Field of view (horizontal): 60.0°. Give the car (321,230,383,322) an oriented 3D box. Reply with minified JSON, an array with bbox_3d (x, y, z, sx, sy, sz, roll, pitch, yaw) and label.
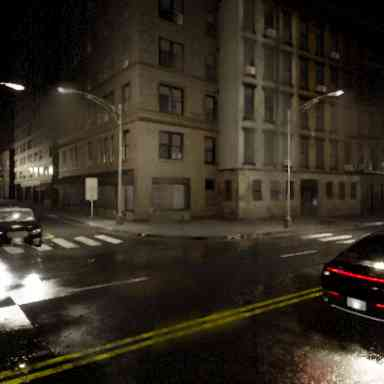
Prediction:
[{"bbox_3d":[4.574,1.515,6.596,4.892,1.490,1.837,0,0,-35],"label":"car"}]

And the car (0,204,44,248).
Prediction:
[{"bbox_3d":[-7.499,1.426,14.016,2.128,1.511,4.902,1,0,-31],"label":"car"}]

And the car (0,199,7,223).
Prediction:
[{"bbox_3d":[-15.137,1.302,24.571,1.882,1.535,5.008,0,1,-38],"label":"car"}]
